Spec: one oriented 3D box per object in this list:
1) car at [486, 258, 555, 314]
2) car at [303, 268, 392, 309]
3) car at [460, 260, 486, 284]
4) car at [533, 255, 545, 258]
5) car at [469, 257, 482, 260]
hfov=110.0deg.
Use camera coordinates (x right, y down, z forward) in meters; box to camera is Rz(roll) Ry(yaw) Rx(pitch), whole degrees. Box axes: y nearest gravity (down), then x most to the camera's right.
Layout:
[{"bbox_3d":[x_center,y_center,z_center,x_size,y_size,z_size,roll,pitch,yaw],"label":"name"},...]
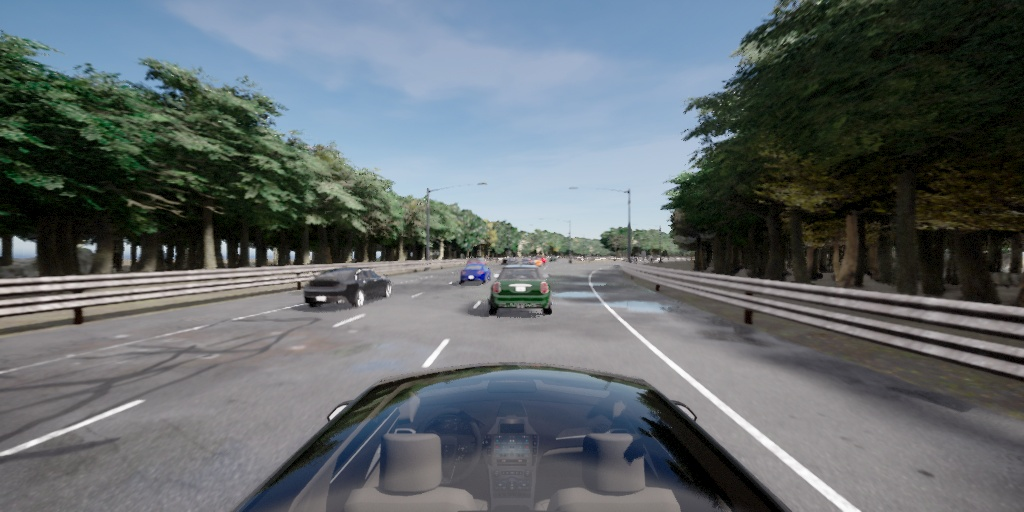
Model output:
[{"bbox_3d":[0.330,1.103,13.884,2.097,1.767,4.553,0,0,1],"label":"car"},{"bbox_3d":[-6.592,1.229,14.943,1.837,1.490,4.892,0,0,2],"label":"car"},{"bbox_3d":[-2.613,1.257,26.401,1.812,1.442,4.674,0,0,3],"label":"car"},{"bbox_3d":[4.014,1.000,61.190,2.097,1.767,4.553,0,0,8],"label":"car"},{"bbox_3d":[-4.611,1.018,46.855,2.097,1.767,4.553,0,0,6],"label":"car"}]
